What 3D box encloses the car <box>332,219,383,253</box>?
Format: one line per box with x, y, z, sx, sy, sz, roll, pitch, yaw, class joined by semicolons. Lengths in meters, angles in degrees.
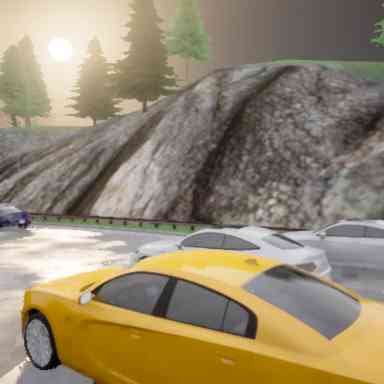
4.458;1.472;9.293;4.674;1.442;1.812;0;0;35;car

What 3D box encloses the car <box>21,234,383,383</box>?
-0.060;1.452;3.936;5.008;1.535;1.882;0;0;35;car

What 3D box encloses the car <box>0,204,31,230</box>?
-11.082;1.390;18.643;4.674;1.442;1.812;0;0;26;car

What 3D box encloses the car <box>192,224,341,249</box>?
0.685;1.477;7.672;4.674;1.442;1.812;0;0;35;car
